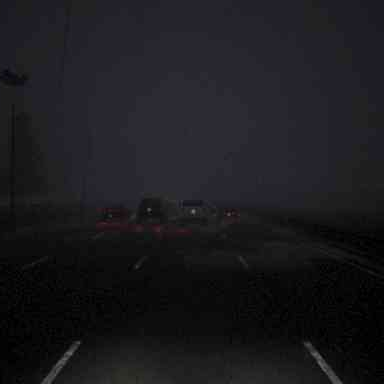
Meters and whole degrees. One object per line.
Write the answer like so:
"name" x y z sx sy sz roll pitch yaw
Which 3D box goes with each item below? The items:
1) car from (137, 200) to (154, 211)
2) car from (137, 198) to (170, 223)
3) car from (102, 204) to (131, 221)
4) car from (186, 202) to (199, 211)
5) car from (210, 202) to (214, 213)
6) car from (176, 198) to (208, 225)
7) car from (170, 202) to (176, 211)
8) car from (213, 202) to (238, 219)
"car" -6.899 2.027 50.133 1.882 1.535 5.008 0 -1 0
"car" -3.399 1.544 29.257 2.150 2.045 5.566 0 0 0
"car" -6.899 1.829 30.652 2.128 1.511 4.902 0 -1 0
"car" 0.101 2.152 50.320 1.895 1.301 4.718 0 -1 0
"car" 3.512 2.041 44.990 2.033 1.411 5.357 0 -1 0
"car" 0.101 1.523 27.344 2.150 2.045 5.566 0 0 0
"car" -3.397 2.108 49.594 1.994 1.385 4.181 0 -1 0
"car" 3.501 1.875 33.737 1.837 1.490 4.892 0 -1 0
